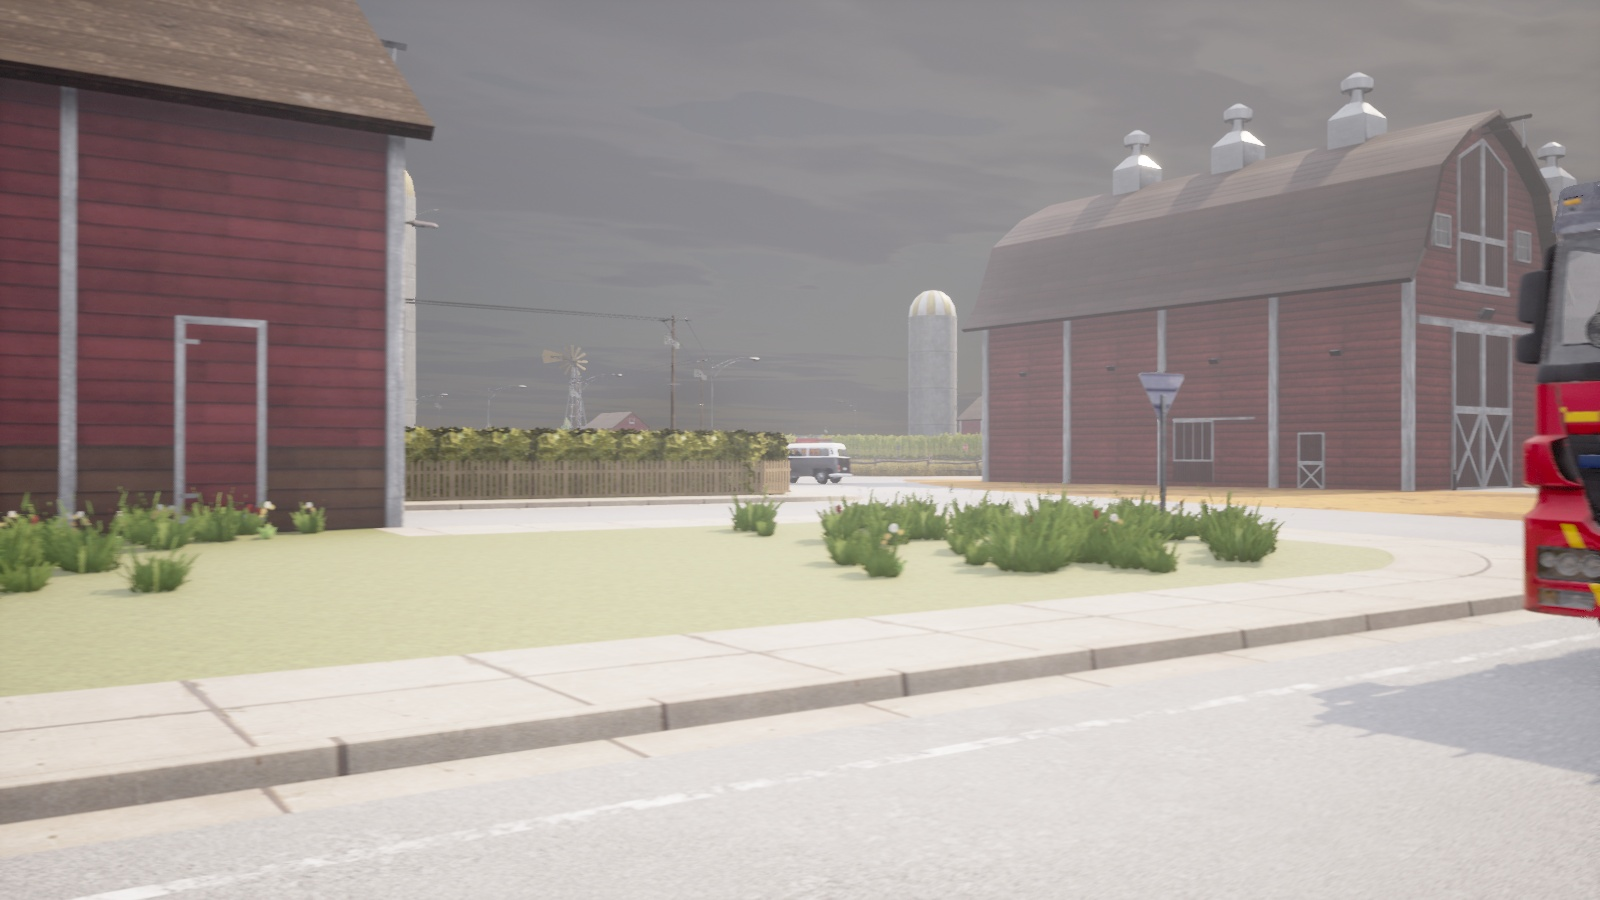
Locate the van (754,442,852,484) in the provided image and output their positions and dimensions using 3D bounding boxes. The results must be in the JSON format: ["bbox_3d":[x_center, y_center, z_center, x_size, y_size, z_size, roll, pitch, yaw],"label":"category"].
[{"bbox_3d":[0.148,0.677,62.855,4.480,2.038,2.069,0,-2,27],"label":"van"}]

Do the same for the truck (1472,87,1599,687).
[{"bbox_3d":[8.957,-0.433,9.893,8.468,3.827,2.891,-1,0,-35],"label":"truck"}]
